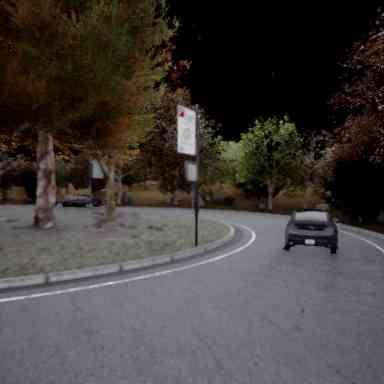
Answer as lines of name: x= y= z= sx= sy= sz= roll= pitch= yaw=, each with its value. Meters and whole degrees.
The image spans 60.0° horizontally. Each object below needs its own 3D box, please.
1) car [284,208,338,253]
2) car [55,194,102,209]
car: x=4.859 y=1.440 z=13.673 sx=1.837 sy=1.490 sz=4.892 roll=1 pitch=1 yaw=20
car: x=-12.091 y=0.991 z=35.111 sx=5.008 sy=1.535 sz=1.882 roll=1 pitch=0 yaw=-3
